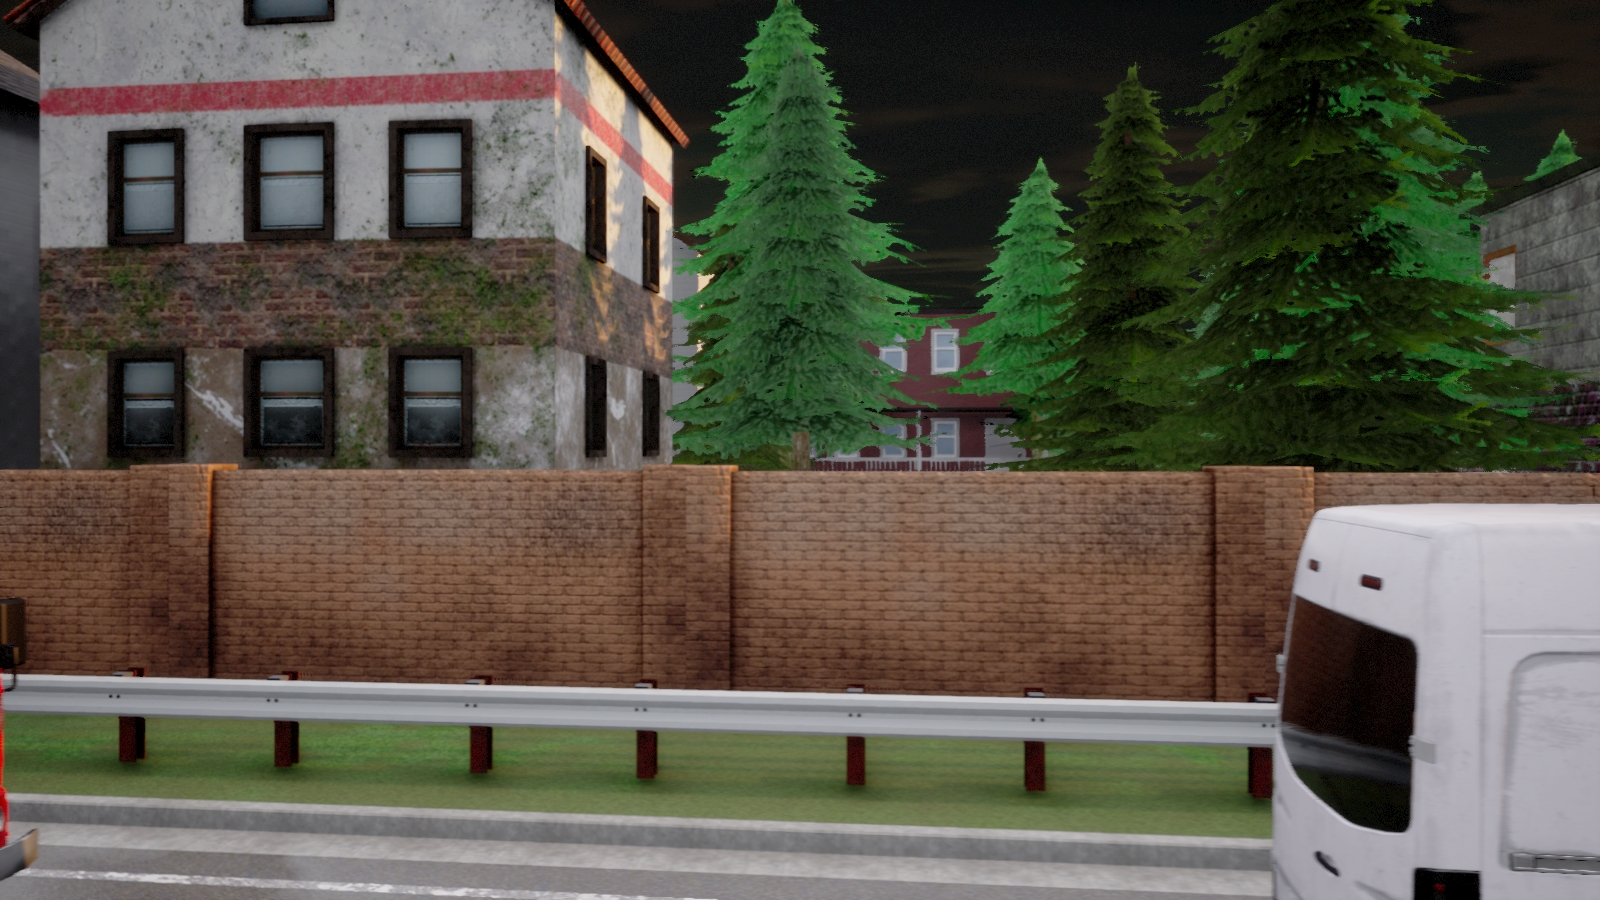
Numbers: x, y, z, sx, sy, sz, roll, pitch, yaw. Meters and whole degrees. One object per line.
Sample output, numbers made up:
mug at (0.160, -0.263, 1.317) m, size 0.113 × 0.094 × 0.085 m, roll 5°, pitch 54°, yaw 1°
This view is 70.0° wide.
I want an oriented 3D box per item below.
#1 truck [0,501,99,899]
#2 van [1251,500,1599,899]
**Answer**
truck at (-7.073, 1.581, 6.039) m, size 5.204 × 2.467 × 2.627 m, roll -1°, pitch 0°, yaw 6°
van at (5.194, 1.537, 4.667) m, size 5.915 × 2.561 × 1.988 m, roll 0°, pitch 0°, yaw 6°
